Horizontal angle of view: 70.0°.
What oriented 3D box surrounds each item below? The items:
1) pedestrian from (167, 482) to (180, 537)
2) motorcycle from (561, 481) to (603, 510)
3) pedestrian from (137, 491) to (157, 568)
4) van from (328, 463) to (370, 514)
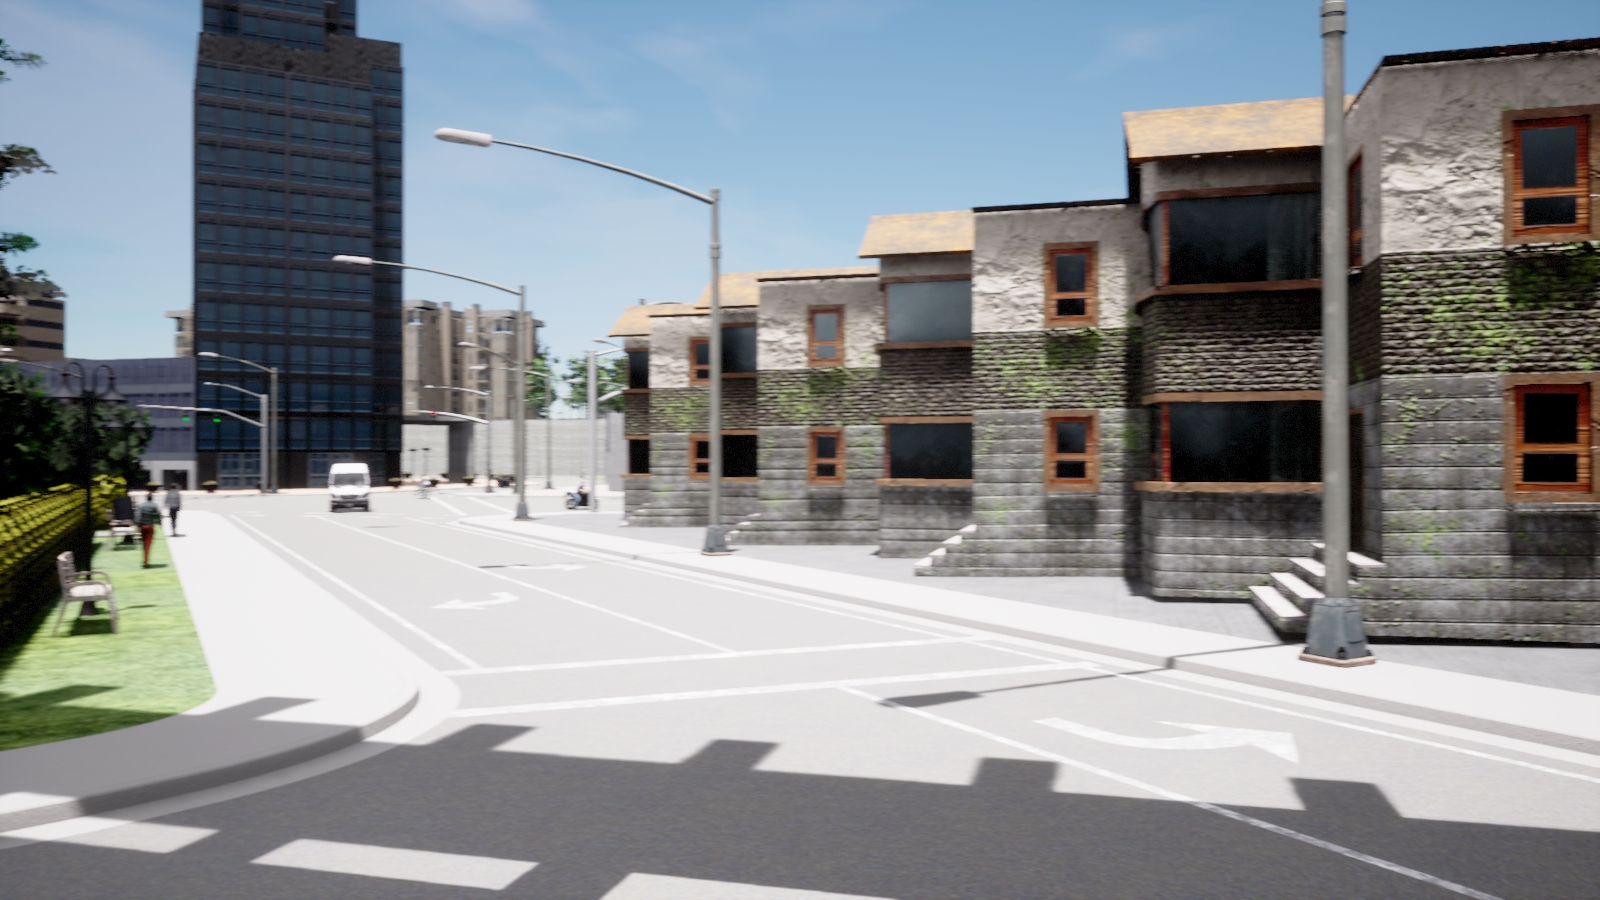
[{"bbox_3d":[-21.412,2.024,39.044,0.375,1.860,0.375,0,0,-27],"label":"pedestrian"},{"bbox_3d":[-11.658,2.432,61.019,2.033,1.505,0.803,-1,0,15],"label":"motorcycle"},{"bbox_3d":[-15.922,1.935,27.862,0.375,1.860,0.375,0,0,-23],"label":"pedestrian"},{"bbox_3d":[-24.312,2.015,61.652,1.988,2.561,5.915,0,0,-21],"label":"van"}]
